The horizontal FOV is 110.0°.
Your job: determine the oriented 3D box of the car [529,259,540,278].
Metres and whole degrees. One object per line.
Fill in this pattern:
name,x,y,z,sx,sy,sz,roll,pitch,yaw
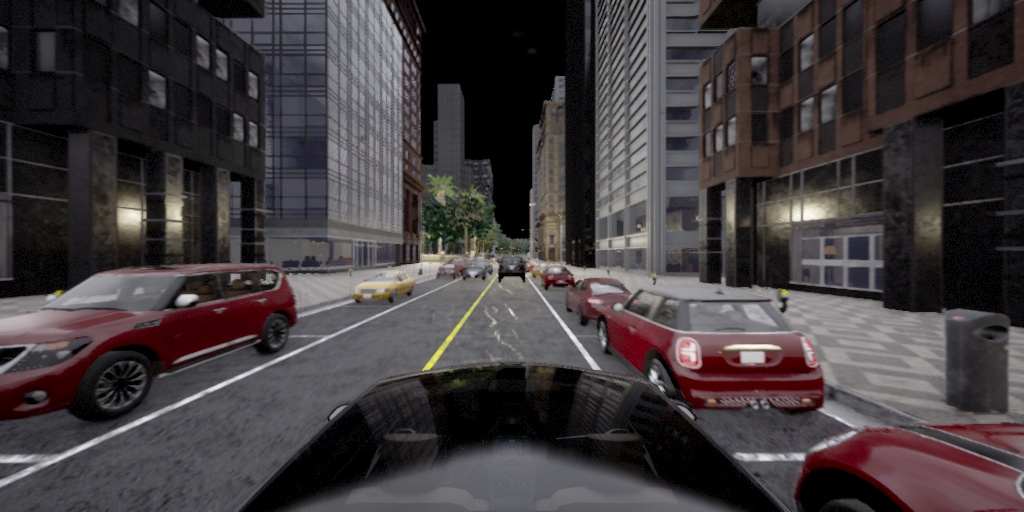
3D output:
car,2.717,1.276,33.347,1.751,1.417,4.829,0,0,0

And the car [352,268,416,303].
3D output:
car,-5.782,1.283,16.725,1.751,1.417,4.829,0,0,0

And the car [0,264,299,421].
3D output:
car,-5.766,1.072,6.043,2.192,1.841,5.009,0,0,0

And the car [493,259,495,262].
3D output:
car,-3.054,1.325,38.775,1.994,1.385,4.181,0,0,0

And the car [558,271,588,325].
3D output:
car,2.751,1.328,11.478,1.802,1.307,4.207,0,0,0

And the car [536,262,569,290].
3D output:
car,2.734,1.292,22.327,1.888,1.381,4.507,0,0,0

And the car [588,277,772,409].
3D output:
car,2.759,1.186,6.053,1.967,1.591,4.097,0,0,0

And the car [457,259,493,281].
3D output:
car,-3.046,1.249,30.409,2.128,1.511,4.902,0,0,0

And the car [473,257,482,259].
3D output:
car,-5.833,1.086,49.451,2.192,1.841,5.009,0,0,0

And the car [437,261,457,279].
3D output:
car,-5.808,1.344,33.173,1.802,1.307,4.207,0,0,0

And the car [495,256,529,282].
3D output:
car,0.007,0.977,29.094,2.150,2.045,5.566,0,0,0

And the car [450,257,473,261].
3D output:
car,-5.816,1.079,38.599,2.192,1.841,5.009,0,0,0

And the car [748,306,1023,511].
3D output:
car,2.768,1.186,0.628,1.967,1.591,4.097,0,0,0
